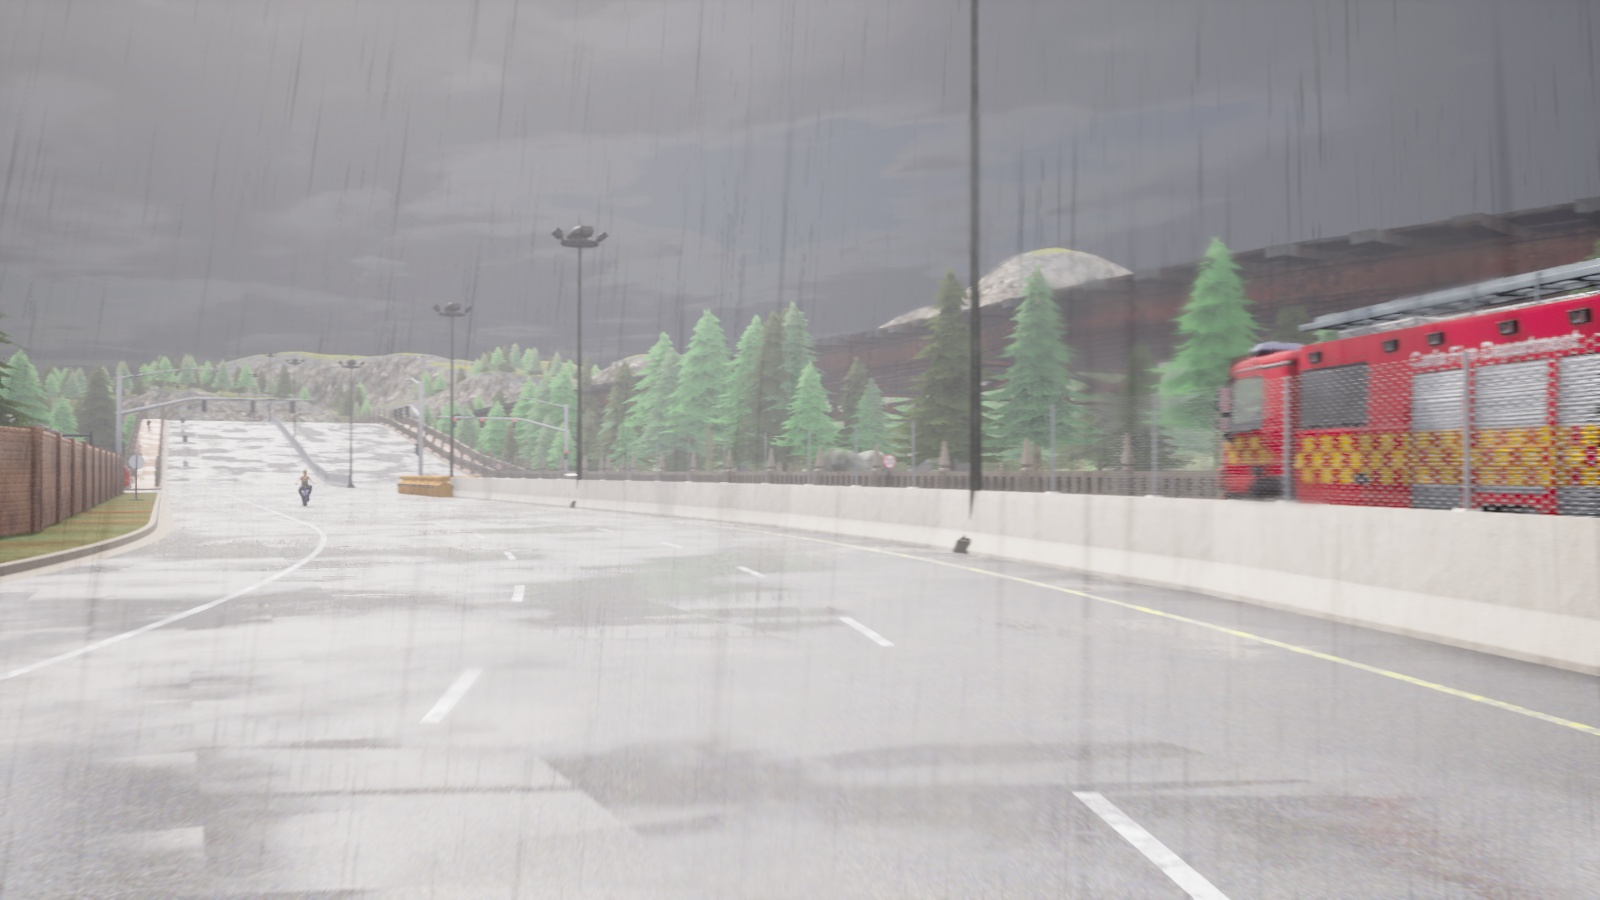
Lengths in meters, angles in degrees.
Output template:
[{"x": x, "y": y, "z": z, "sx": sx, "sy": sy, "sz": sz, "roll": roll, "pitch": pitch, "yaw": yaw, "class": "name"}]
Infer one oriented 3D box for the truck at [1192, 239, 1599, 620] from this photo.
[{"x": 8.704, "y": -0.139, "z": 16.999, "sx": 2.891, "sy": 3.827, "sz": 8.468, "roll": 0, "pitch": -1, "yaw": -10, "class": "truck"}]
